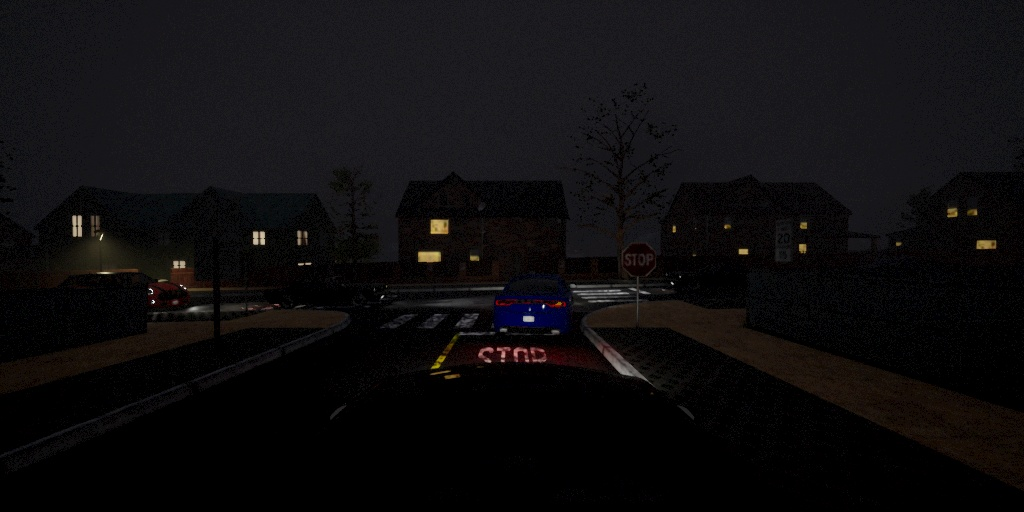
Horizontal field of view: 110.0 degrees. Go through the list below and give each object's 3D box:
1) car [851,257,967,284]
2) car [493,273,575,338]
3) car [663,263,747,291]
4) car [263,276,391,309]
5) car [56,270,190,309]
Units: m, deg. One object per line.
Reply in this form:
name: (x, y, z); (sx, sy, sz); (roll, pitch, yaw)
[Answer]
car: (20.055, 0.754, 18.461); (5.357, 1.411, 2.033); (-1, 1, 0)
car: (0.786, 1.227, 10.289); (1.882, 1.535, 5.008); (0, 0, 10)
car: (10.410, 1.034, 18.424); (4.718, 1.301, 1.895); (-1, 1, -1)
car: (-7.812, 1.506, 15.496); (4.718, 1.301, 1.895); (-1, 1, 0)
car: (-16.799, 1.472, 15.488); (4.553, 1.767, 2.097); (-1, 1, 0)
